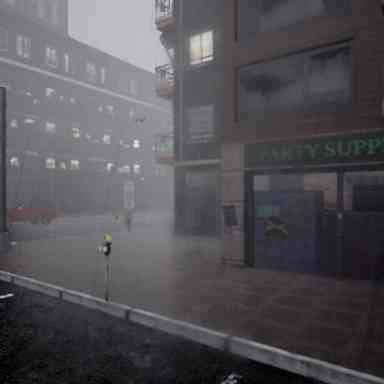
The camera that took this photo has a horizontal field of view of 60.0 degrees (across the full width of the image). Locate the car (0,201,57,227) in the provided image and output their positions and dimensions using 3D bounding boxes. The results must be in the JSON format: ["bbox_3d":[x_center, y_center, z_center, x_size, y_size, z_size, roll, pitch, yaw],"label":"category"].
[{"bbox_3d":[-12.810,1.602,25.239,2.192,1.841,5.009,-1,-2,35],"label":"car"}]
